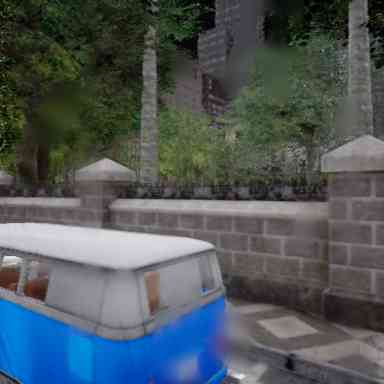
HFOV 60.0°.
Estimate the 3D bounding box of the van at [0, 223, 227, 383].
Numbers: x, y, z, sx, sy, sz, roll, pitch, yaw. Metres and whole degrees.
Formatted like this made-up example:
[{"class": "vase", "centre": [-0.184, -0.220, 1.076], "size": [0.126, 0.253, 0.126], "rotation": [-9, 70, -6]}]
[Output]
[{"class": "van", "centre": [-1.533, 1.342, 4.058], "size": [3.998, 1.788, 1.690], "rotation": [0, 0, 35]}]
